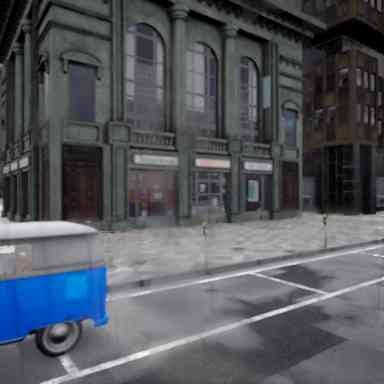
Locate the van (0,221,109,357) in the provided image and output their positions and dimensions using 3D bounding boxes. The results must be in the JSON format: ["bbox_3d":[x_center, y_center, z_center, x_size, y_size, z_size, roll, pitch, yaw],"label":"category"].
[{"bbox_3d":[-3.139,1.342,4.412,3.998,1.788,1.690,0,0,-35],"label":"van"}]
